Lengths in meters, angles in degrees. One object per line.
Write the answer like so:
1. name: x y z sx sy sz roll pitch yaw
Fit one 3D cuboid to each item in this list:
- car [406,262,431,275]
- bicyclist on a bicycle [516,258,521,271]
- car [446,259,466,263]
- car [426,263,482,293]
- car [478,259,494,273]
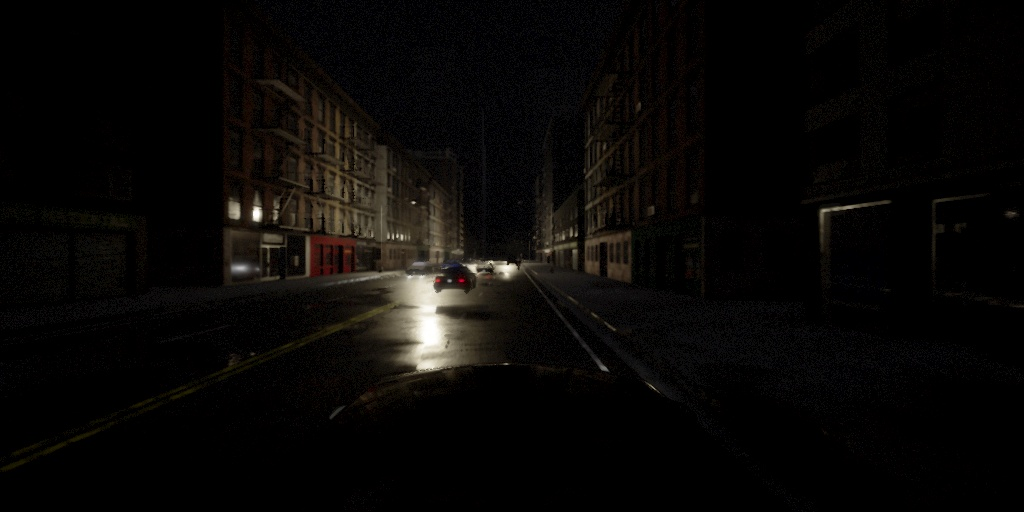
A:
1. car: -9.835 1.297 38.629 2.033 1.411 5.357 0 0 0
2. bicyclist on a bicycle: 0.903 1.122 45.688 0.659 1.776 1.843 0 0 0
3. car: -6.579 1.275 39.539 1.812 1.442 4.674 0 0 0
4. car: -3.145 1.296 20.571 2.033 1.411 5.357 0 0 0
5. car: -3.141 1.351 42.718 1.895 1.301 4.718 0 0 0
